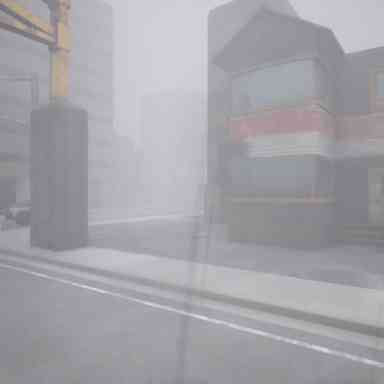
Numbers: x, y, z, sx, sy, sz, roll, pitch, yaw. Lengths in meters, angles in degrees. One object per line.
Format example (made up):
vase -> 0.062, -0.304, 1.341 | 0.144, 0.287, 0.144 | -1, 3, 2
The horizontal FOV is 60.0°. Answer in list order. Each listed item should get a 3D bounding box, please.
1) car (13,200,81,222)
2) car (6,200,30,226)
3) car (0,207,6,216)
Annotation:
car -> -9.753, 1.240, 22.816 | 1.853, 1.218, 4.536 | 0, 0, 15
car -> -9.766, 1.398, 22.767 | 2.038, 1.542, 4.974 | 0, 0, 15
car -> -12.924, 1.234, 25.466 | 4.536, 1.218, 1.853 | 0, 0, -30
